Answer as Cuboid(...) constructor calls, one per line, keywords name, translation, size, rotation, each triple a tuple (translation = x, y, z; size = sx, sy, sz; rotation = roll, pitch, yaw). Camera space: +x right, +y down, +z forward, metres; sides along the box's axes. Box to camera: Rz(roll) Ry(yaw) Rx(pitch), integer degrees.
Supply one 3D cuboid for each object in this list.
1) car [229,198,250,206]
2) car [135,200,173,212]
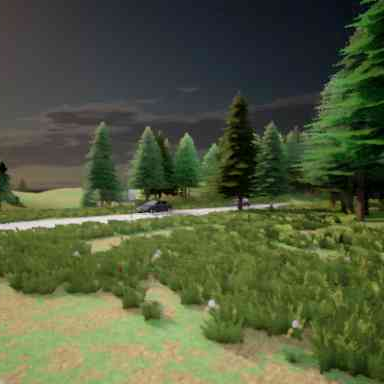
Cuboid(name="car", translation=(7.616, 1.665, 52.304), size=(1.812, 1.442, 4.674), rotation=(0, 0, 35))
Cuboid(name="car", translation=(-3.982, 1.628, 35.898), size=(1.837, 1.490, 4.892), rotation=(0, 0, 35))
